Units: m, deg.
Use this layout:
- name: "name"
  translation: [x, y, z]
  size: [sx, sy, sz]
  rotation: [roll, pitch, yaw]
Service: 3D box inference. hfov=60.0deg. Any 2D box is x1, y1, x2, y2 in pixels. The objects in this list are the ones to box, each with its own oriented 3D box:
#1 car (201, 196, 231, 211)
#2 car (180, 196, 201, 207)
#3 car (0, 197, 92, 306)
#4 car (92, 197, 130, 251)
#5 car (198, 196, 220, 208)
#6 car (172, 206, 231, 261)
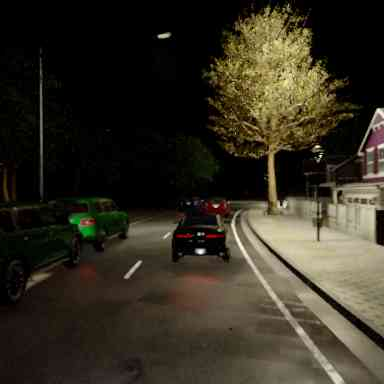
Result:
- name: "car"
  translation: [2.353, 1.263, 30.121]
  size: [2.097, 1.767, 4.553]
  rotation: [0, 0, 9]
- name: "car"
  translation: [0.119, 1.265, 37.617]
  size: [2.097, 1.767, 4.553]
  rotation: [0, 0, 13]
- name: "car"
  translation: [-4.544, 1.238, 8.237]
  size: [2.150, 2.045, 5.566]
  rotation: [0, 0, 1]
- name: "car"
  translation: [-4.293, 1.223, 14.205]
  size: [2.150, 2.045, 5.566]
  rotation: [0, 0, 4]
- name: "car"
  translation: [2.523, 1.417, 47.851]
  size: [2.128, 1.511, 4.902]
  rotation: [0, 0, 17]
- name: "car"
  translation: [0.352, 1.473, 12.129]
  size: [1.837, 1.490, 4.892]
  rotation: [-1, 0, 2]
